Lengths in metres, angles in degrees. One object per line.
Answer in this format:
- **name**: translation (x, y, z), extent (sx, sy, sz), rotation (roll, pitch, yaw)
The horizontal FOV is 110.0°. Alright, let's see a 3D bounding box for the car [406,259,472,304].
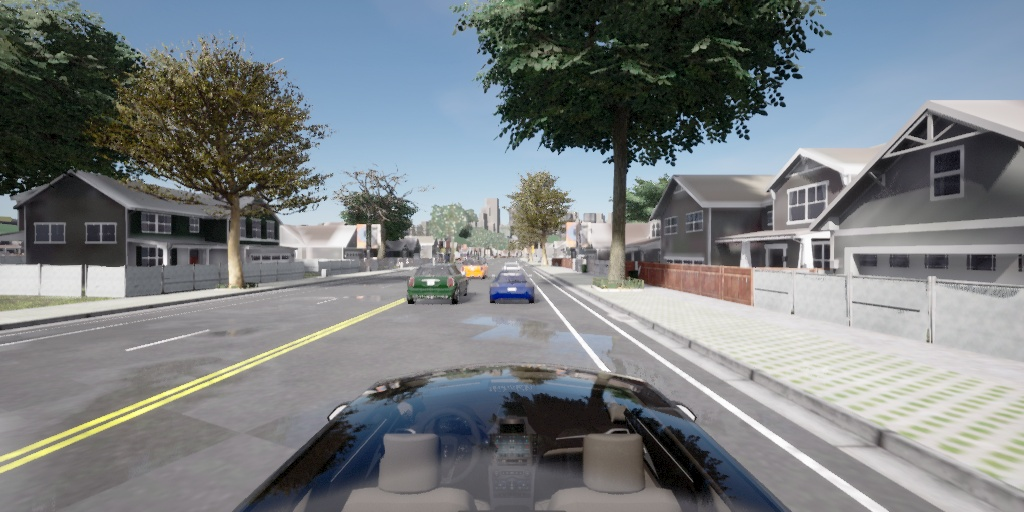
- **car**: translation (-3.250, 1.112, 16.471), extent (2.097, 1.767, 4.553), rotation (0, 0, 0)

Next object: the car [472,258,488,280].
- **car**: translation (-3.250, 1.111, 31.471), extent (2.097, 1.767, 4.553), rotation (0, 0, 0)

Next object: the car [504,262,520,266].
- **car**: translation (0.000, 1.278, 31.502), extent (1.812, 1.442, 4.674), rotation (0, 0, 0)

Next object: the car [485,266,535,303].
- **car**: translation (0.000, 1.318, 16.501), extent (1.994, 1.385, 4.181), rotation (0, 0, 0)
